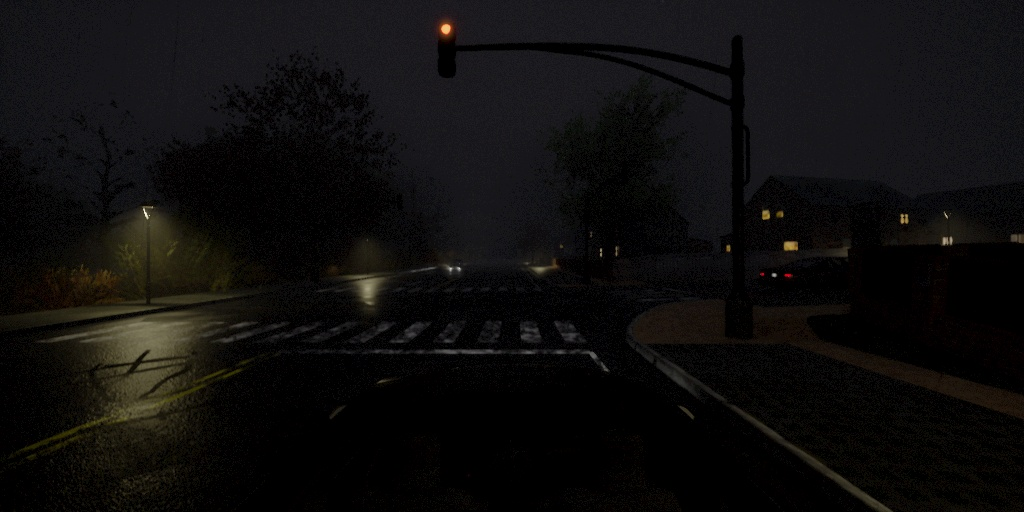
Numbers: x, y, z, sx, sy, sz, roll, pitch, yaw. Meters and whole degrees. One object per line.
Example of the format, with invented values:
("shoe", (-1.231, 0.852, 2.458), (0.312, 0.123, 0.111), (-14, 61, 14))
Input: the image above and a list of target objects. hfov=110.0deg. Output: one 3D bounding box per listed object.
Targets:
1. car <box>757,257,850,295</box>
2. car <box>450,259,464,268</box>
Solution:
("car", (12.835, 0.734, 14.386), (5.357, 1.411, 2.033), (-2, -1, -6))
("car", (-9.697, 1.252, 63.260), (1.837, 1.490, 4.892), (0, 0, 0))
